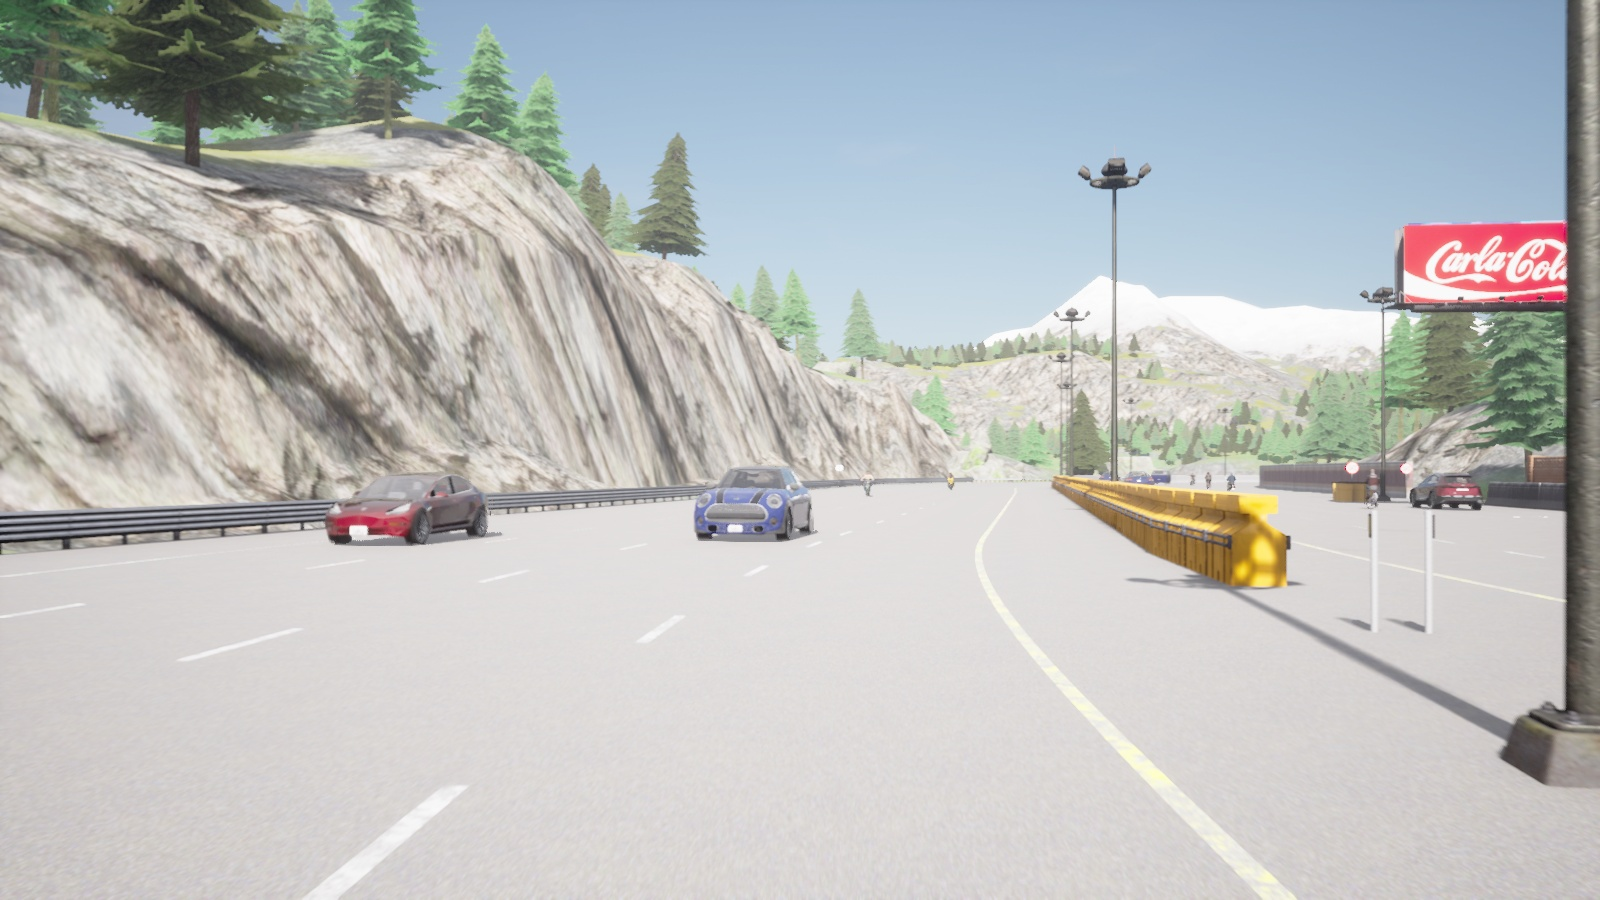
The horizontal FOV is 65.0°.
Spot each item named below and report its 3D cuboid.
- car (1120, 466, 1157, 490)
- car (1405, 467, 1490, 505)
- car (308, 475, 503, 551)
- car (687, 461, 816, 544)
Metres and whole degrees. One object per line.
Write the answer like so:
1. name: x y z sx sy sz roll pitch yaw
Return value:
1. car: 24.640 2.037 91.570 2.152 1.651 5.027 0 -1 10
2. car: 28.789 1.578 56.006 2.033 1.649 4.856 0 -1 10
3. car: -8.437 1.304 27.401 2.163 1.488 4.792 0 -1 9
4. car: -1.024 1.168 29.340 2.097 1.767 4.553 0 -1 10
